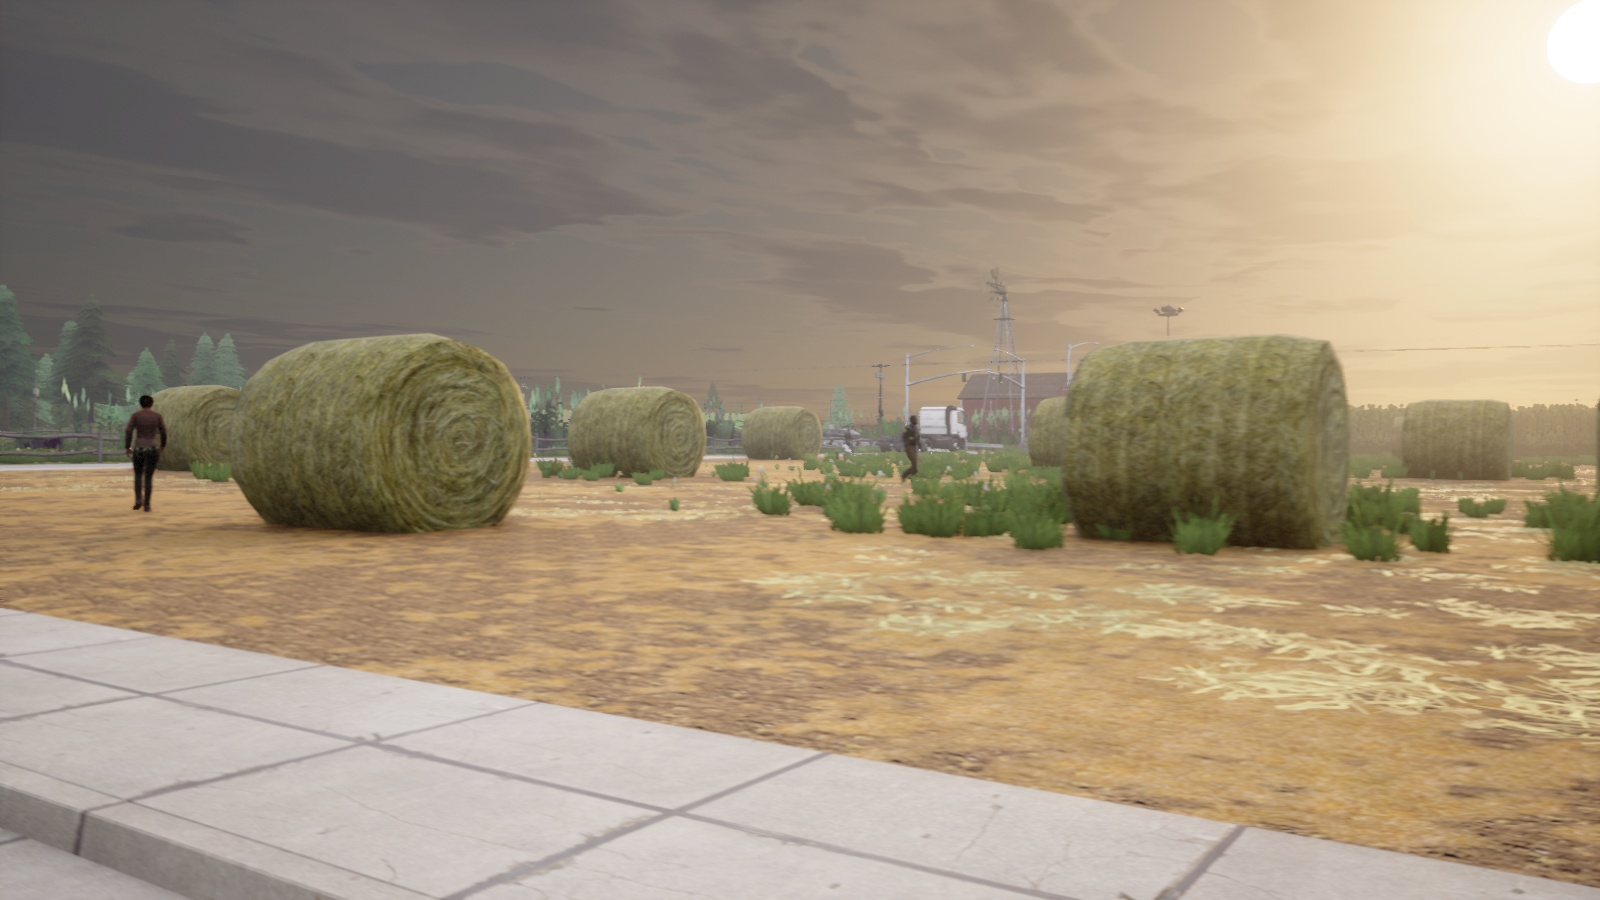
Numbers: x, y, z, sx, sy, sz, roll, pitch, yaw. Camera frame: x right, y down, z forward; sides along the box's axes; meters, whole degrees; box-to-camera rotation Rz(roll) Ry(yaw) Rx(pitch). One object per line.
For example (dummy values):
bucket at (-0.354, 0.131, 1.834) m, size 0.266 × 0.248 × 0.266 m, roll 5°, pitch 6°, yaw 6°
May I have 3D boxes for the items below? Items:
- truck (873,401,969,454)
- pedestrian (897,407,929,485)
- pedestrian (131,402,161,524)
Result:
truck at (8.431, -1.541, 86.437) m, size 2.891 × 3.462 × 7.936 m, roll 0°, pitch 1°, yaw 36°
pedestrian at (2.865, -0.103, 31.753) m, size 0.692 × 1.930 × 0.395 m, roll 0°, pitch 1°, yaw 42°
pedestrian at (-9.986, 0.188, 19.163) m, size 0.328 × 1.805 × 0.869 m, roll -1°, pitch 1°, yaw -31°
